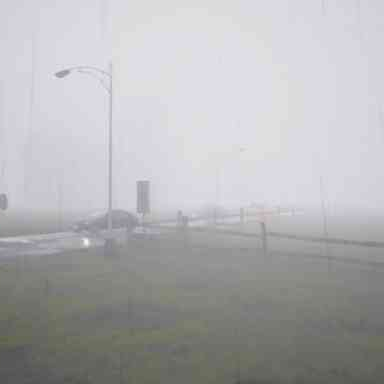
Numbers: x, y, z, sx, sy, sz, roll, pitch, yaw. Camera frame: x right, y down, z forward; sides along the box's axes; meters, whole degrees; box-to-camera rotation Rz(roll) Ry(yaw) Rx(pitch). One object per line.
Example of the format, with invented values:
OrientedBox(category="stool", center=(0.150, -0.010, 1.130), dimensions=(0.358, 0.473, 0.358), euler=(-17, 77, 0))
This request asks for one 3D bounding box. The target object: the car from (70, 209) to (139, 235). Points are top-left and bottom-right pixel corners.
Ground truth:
OrientedBox(category="car", center=(-5.381, 1.790, 21.067), dimensions=(1.812, 1.442, 4.674), euler=(-1, -1, 36))

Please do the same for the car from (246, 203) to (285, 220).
OrientedBox(category="car", center=(7.337, 1.871, 33.798), dimensions=(2.097, 1.767, 4.553), euler=(-1, -1, 36))

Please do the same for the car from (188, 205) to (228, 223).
OrientedBox(category="car", center=(1.492, 1.942, 30.684), dimensions=(2.128, 1.511, 4.902), euler=(-1, -1, 36))

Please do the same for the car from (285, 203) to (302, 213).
OrientedBox(category="car", center=(14.605, 2.350, 48.874), dimensions=(2.033, 1.411, 5.357), euler=(-1, -1, 36))
